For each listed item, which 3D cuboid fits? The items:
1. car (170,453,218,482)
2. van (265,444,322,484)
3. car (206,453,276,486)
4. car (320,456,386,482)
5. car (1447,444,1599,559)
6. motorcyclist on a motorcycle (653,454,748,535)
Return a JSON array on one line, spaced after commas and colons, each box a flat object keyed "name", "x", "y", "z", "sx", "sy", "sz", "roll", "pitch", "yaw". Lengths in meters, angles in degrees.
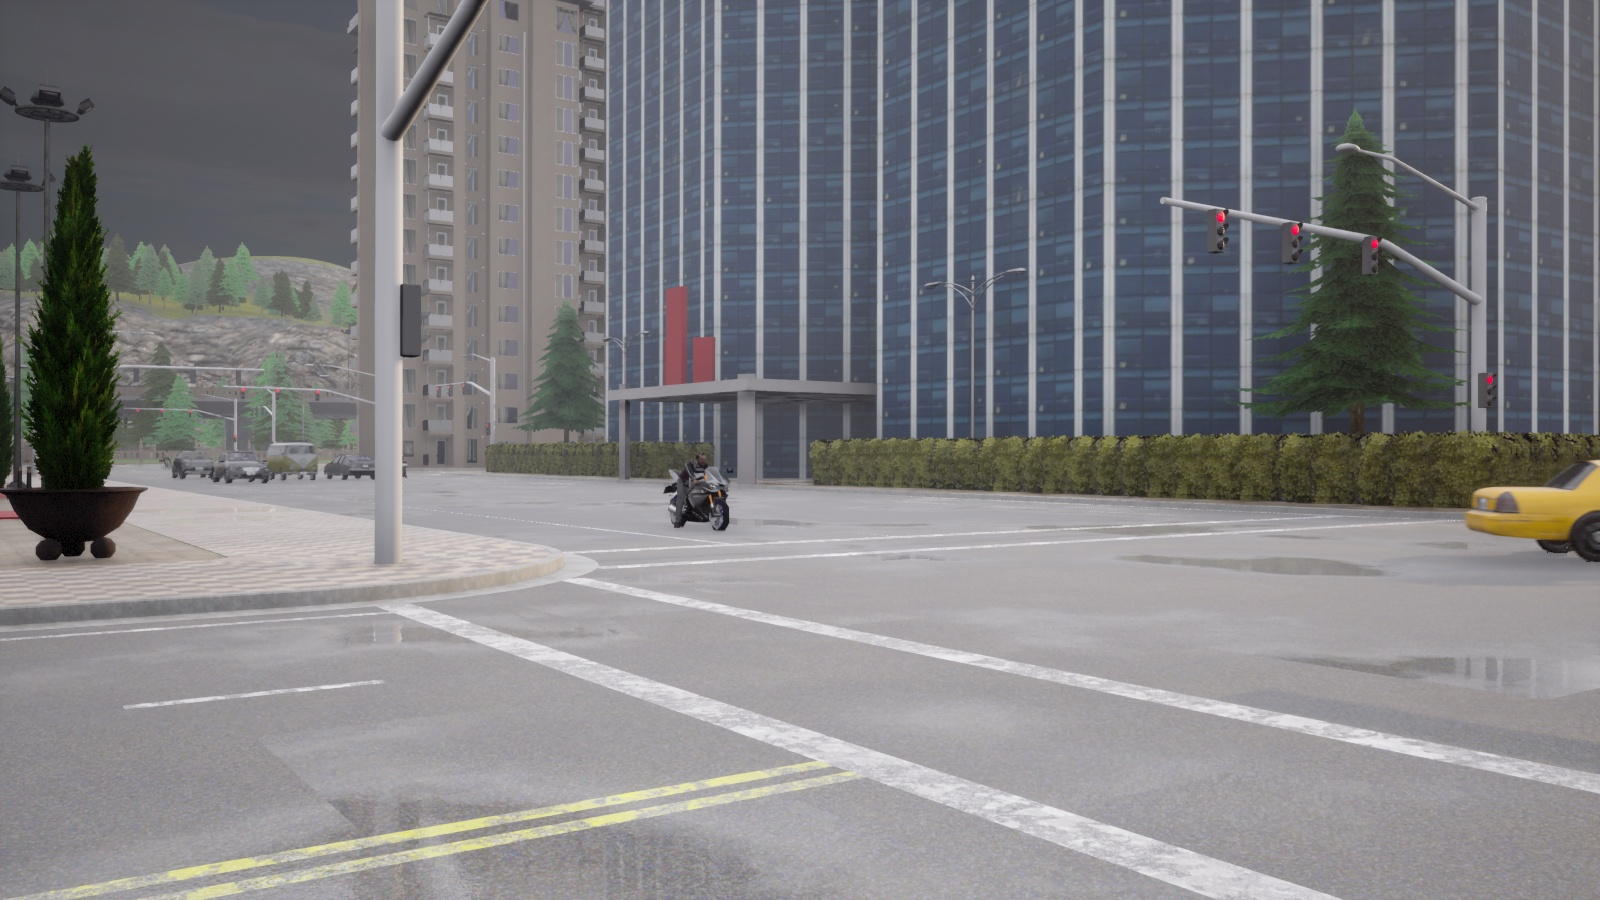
[{"name": "car", "x": -33.555, "y": 0.965, "z": 69.505, "sx": 1.789, "sy": 1.549, "sz": 3.705, "roll": 0, "pitch": 0, "yaw": -35}, {"name": "van", "x": -26.464, "y": 0.714, "z": 65.526, "sx": 1.775, "sy": 1.987, "sz": 4.442, "roll": 0, "pitch": 0, "yaw": -35}, {"name": "car", "x": -26.542, "y": 0.903, "z": 59.566, "sx": 2.128, "sy": 1.511, "sz": 4.902, "roll": 0, "pitch": 0, "yaw": -35}, {"name": "car", "x": -24.587, "y": 1.013, "z": 68.936, "sx": 2.033, "sy": 1.411, "sz": 5.357, "roll": 0, "pitch": 0, "yaw": -35}, {"name": "car", "x": 12.339, "y": 0.701, "z": 17.784, "sx": 5.366, "sy": 1.575, "sz": 1.801, "roll": 0, "pitch": 0, "yaw": 14}, {"name": "motorcyclist on a motorcycle", "x": -1.993, "y": 0.845, "z": 24.775, "sx": 0.866, "sy": 1.530, "sz": 2.191, "roll": 0, "pitch": 0, "yaw": -35}]
